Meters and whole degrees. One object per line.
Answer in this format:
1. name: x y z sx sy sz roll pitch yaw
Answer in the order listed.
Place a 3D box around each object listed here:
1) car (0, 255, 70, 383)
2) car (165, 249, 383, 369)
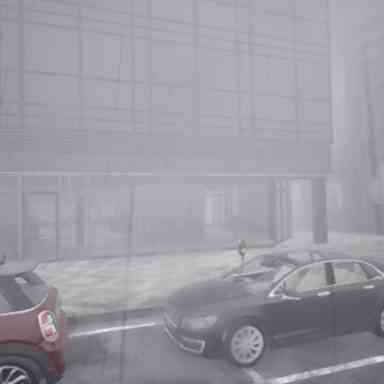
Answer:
1. car: -3.614 1.613 3.804 4.097 1.590 1.967 0 -2 -19
2. car: 1.726 1.704 5.645 4.403 1.369 2.008 0 -2 -19
